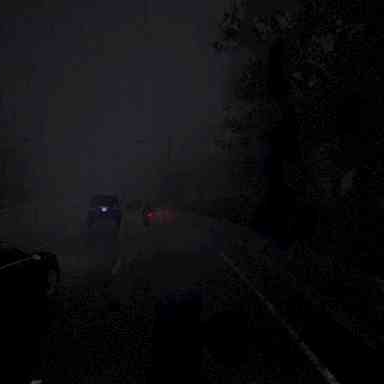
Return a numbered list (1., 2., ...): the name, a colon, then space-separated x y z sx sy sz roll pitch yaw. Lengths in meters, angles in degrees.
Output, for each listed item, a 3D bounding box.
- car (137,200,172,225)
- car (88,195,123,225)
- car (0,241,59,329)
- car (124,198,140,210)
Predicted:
1. car: -2.640 1.539 24.123 2.033 1.411 5.357 0 0 -12
2. car: -6.212 1.217 24.084 2.150 2.045 5.566 0 0 -12
3. car: -3.705 1.496 5.279 2.128 1.511 4.902 0 0 -3
4. car: -7.412 1.479 41.858 2.128 1.511 4.902 0 0 -17
